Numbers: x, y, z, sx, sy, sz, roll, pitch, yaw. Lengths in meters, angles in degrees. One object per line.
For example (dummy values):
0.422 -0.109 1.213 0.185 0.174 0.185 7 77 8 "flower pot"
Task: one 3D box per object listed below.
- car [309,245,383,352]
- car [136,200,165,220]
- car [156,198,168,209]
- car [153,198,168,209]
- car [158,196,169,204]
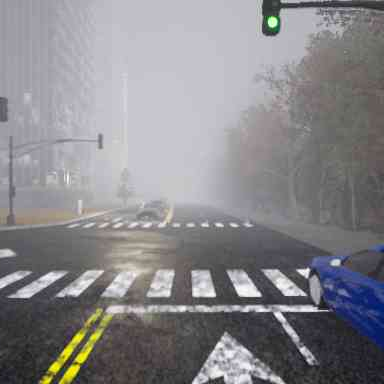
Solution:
3.344 1.499 4.904 1.882 1.535 5.008 0 0 0 "car"
-3.883 1.702 30.401 2.033 1.411 5.357 0 0 -2 "car"
-4.267 1.684 40.284 1.882 1.535 5.008 0 0 -3 "car"
-4.764 1.754 50.577 2.128 1.511 4.902 0 0 -3 "car"
-5.621 1.527 65.796 2.128 1.511 4.902 0 0 -4 "car"
